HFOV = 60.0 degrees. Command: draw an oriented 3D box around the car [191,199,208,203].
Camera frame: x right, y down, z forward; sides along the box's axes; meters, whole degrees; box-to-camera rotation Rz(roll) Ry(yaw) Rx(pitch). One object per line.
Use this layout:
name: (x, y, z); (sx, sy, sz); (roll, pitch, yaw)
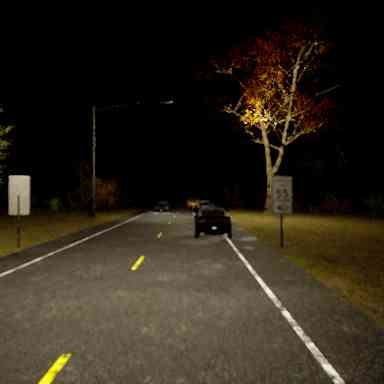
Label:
car: (1.073, 1.631, 28.227); (1.837, 1.490, 4.892); (0, 0, 0)

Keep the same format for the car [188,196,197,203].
car: (0.152, 1.697, 74.378); (1.837, 1.490, 4.892); (0, 0, 0)

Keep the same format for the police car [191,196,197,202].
police car: (1.090, 1.577, 34.336); (1.930, 1.638, 5.238); (0, 0, 0)

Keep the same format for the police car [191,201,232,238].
police car: (1.059, 1.508, 18.343); (1.930, 1.638, 5.238); (0, 0, 0)

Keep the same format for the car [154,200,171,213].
car: (-3.534, 1.727, 40.863); (2.033, 1.411, 5.357); (0, 0, 0)

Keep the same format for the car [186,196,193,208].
car: (0.093, 1.709, 53.440); (1.882, 1.535, 5.008); (0, 0, 0)
